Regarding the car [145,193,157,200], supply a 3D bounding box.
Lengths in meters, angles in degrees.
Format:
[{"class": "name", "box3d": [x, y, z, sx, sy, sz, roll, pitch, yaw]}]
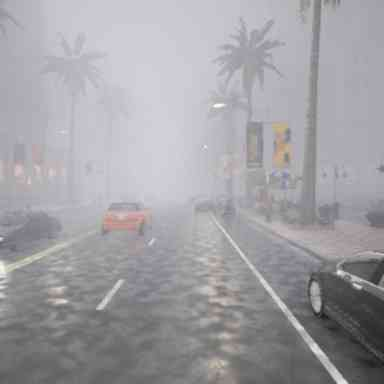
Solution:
[{"class": "car", "box3d": [-6.787, 0.793, 54.347, 1.882, 1.535, 5.008, 0, 0, 1]}]

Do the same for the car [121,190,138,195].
[{"class": "car", "box3d": [-10.287, 0.580, 54.354, 2.150, 2.045, 5.566, 0, 0, 1]}]

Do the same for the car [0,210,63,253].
[{"class": "car", "box3d": [-7.097, 1.472, 13.676, 2.033, 1.411, 5.357, 0, 0, 0]}]

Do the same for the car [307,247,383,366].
[{"class": "car", "box3d": [3.087, 1.456, 4.421, 2.231, 1.521, 4.892, 0, 0, 0]}]

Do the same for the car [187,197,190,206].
[{"class": "car", "box3d": [0.360, 1.234, 49.413, 1.837, 1.490, 4.892, 0, 1, 0]}]

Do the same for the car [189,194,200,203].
[{"class": "car", "box3d": [0.447, 1.202, 62.771, 2.033, 1.411, 5.357, 0, 0, 1]}]

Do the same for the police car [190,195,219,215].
[{"class": "police car", "box3d": [1.112, 1.146, 32.153, 1.930, 1.638, 5.238, -8, 3, 0]}]

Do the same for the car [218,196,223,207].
[{"class": "car", "box3d": [3.419, 1.206, 55.724, 2.161, 1.482, 4.786, 0, 0, 0]}]

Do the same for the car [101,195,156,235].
[{"class": "car", "box3d": [-3.395, 1.251, 18.174, 2.097, 1.767, 4.553, 0, 0, 0]}]
